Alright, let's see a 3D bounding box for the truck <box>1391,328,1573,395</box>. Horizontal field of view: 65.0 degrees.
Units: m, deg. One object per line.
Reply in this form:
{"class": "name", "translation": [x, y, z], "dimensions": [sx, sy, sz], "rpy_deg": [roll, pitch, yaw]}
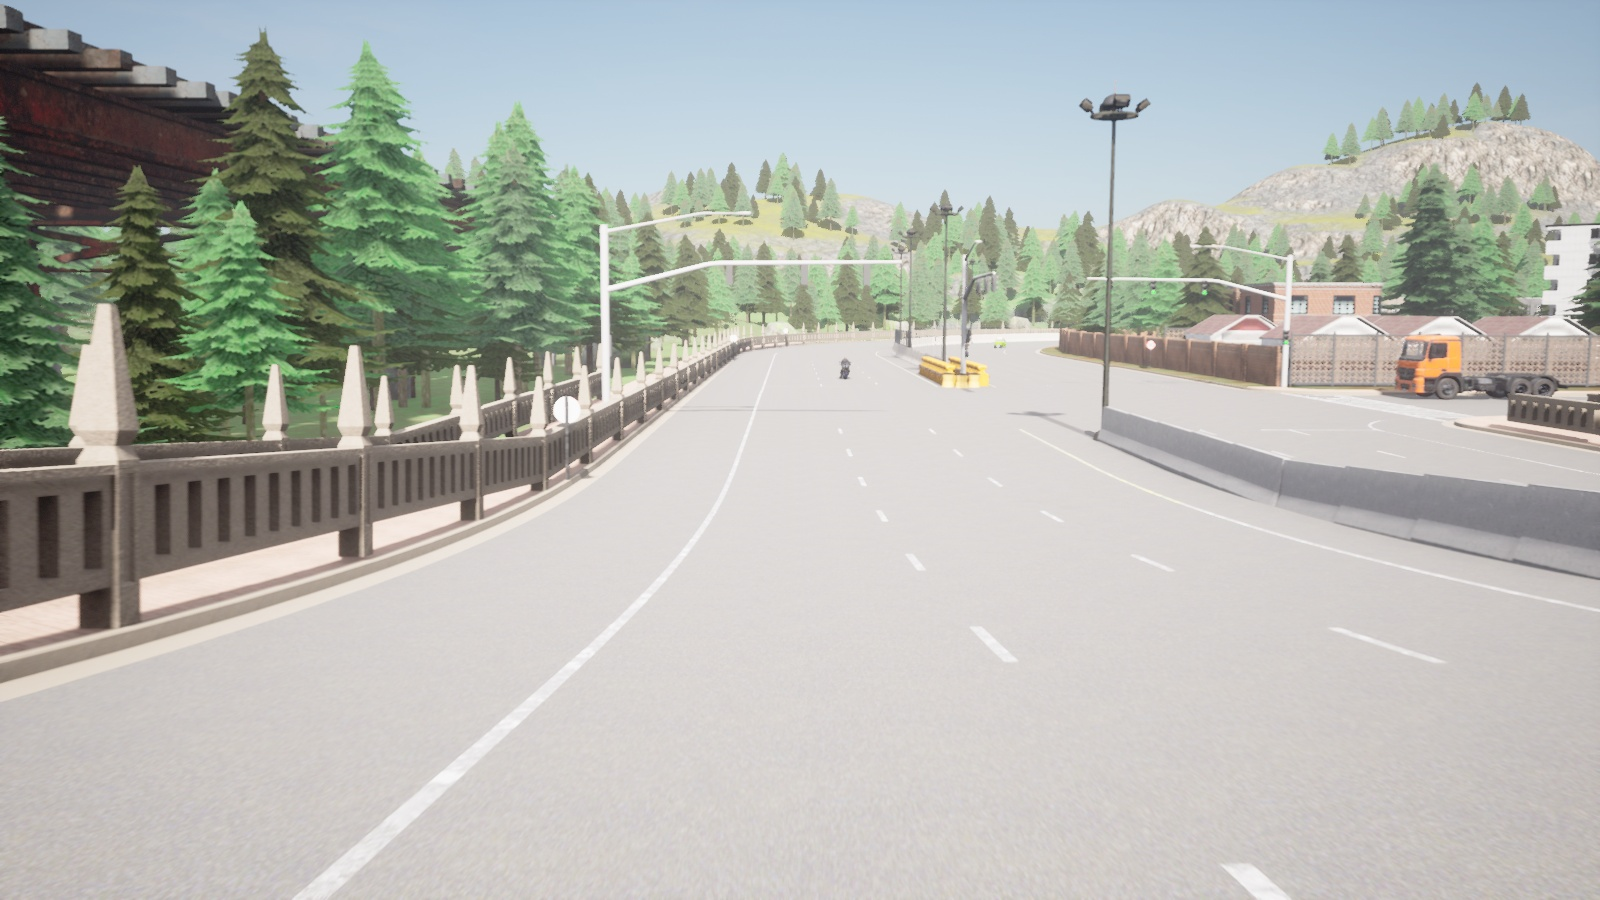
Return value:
{"class": "truck", "translation": [36.350, -4.751, 67.164], "dimensions": [7.936, 3.462, 2.891], "rpy_deg": [0, 6, 1]}
